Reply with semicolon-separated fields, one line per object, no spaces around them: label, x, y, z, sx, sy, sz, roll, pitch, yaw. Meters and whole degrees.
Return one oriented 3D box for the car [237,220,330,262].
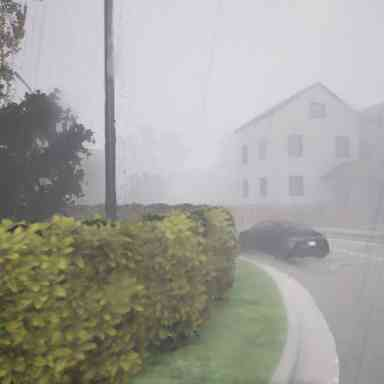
car;3.432;1.799;13.377;1.994;1.385;4.181;0;-1;-21
